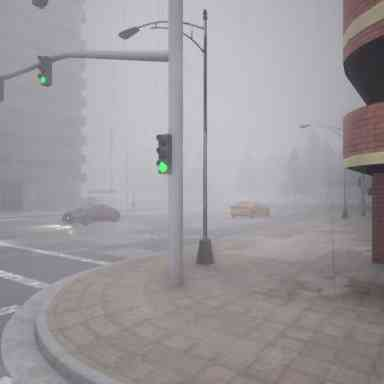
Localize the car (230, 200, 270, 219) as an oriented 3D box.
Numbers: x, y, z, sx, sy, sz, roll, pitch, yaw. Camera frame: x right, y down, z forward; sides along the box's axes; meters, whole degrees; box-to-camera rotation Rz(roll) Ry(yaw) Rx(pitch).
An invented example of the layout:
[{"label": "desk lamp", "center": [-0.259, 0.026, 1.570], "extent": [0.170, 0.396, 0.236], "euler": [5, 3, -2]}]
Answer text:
[{"label": "car", "center": [5.131, 1.478, 28.964], "extent": [1.882, 1.535, 5.008], "euler": [0, 0, 36]}]

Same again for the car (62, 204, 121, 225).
[{"label": "car", "center": [-7.213, 1.564, 24.116], "extent": [1.994, 1.385, 4.181], "euler": [0, 0, 36]}]
